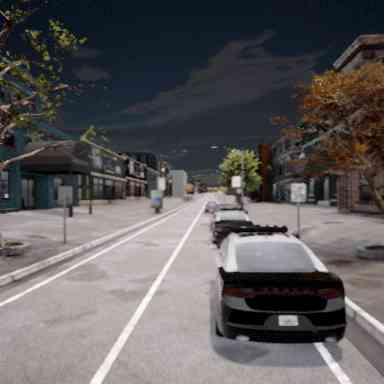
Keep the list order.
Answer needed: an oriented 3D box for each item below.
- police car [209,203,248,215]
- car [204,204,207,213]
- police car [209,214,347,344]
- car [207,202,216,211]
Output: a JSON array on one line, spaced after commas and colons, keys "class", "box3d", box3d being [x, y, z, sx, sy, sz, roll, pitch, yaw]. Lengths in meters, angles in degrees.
[{"class": "police car", "box3d": [1.960, 1.599, 16.888, 1.930, 1.638, 5.238, -1, -1, 3]}, {"class": "car", "box3d": [2.640, 2.016, 44.475, 2.033, 1.411, 5.357, -1, -1, 4]}, {"class": "police car", "box3d": [1.394, 1.491, 6.904, 1.930, 1.638, 5.238, -1, -1, 3]}, {"class": "car", "box3d": [2.291, 1.588, 22.739, 2.097, 1.767, 4.553, -1, -1, 3]}]
